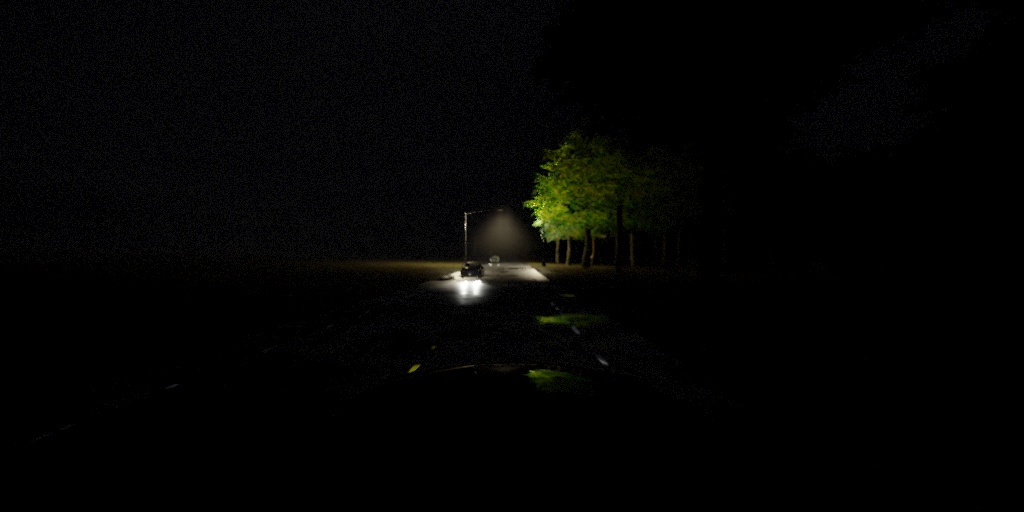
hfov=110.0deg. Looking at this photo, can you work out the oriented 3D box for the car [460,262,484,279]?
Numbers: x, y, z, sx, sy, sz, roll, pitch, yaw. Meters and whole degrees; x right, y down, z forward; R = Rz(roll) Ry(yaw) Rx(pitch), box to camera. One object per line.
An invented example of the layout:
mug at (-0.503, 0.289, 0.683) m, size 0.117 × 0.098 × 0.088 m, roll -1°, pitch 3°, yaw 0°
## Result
car at (-3.616, 1.308, 33.280) m, size 2.128 × 1.511 × 4.902 m, roll 0°, pitch 0°, yaw 0°
